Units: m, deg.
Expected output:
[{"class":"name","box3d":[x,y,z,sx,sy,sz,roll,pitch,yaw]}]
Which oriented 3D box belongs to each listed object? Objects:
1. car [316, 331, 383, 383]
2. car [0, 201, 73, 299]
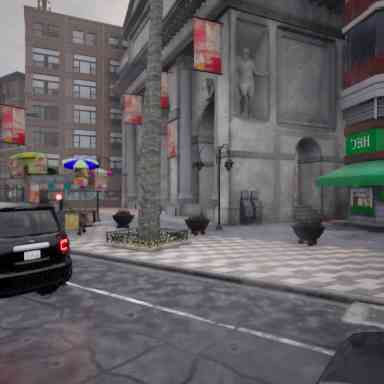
[{"class":"car","box3d":[3.342,1.547,1.500,5.357,1.411,2.033,0,0,37]},{"class":"car","box3d":[-5.038,1.225,7.535,5.566,2.045,2.150,0,0,36]}]
